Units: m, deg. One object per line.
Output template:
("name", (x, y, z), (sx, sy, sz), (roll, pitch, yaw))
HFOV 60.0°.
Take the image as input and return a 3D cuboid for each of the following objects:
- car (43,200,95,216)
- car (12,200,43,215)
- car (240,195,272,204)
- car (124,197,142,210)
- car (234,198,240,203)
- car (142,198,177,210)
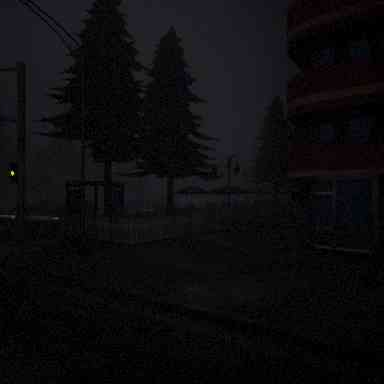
("car", (-11.377, 1.449, 32.128), (1.837, 1.490, 4.892), (0, 0, 36))
("car", (-14.941, 1.491, 33.201), (2.033, 1.411, 5.357), (0, 0, 36))
("car", (10.793, 1.295, 54.199), (4.553, 1.767, 2.097), (0, 0, -26))
("car", (-7.571, 1.434, 43.074), (2.128, 1.511, 4.902), (0, 0, 39))
("car", (9.353, 1.295, 57.389), (4.553, 1.767, 2.097), (0, 0, -27))
("car", (-3.788, 1.507, 42.185), (1.994, 1.385, 4.181), (0, 0, 40))
